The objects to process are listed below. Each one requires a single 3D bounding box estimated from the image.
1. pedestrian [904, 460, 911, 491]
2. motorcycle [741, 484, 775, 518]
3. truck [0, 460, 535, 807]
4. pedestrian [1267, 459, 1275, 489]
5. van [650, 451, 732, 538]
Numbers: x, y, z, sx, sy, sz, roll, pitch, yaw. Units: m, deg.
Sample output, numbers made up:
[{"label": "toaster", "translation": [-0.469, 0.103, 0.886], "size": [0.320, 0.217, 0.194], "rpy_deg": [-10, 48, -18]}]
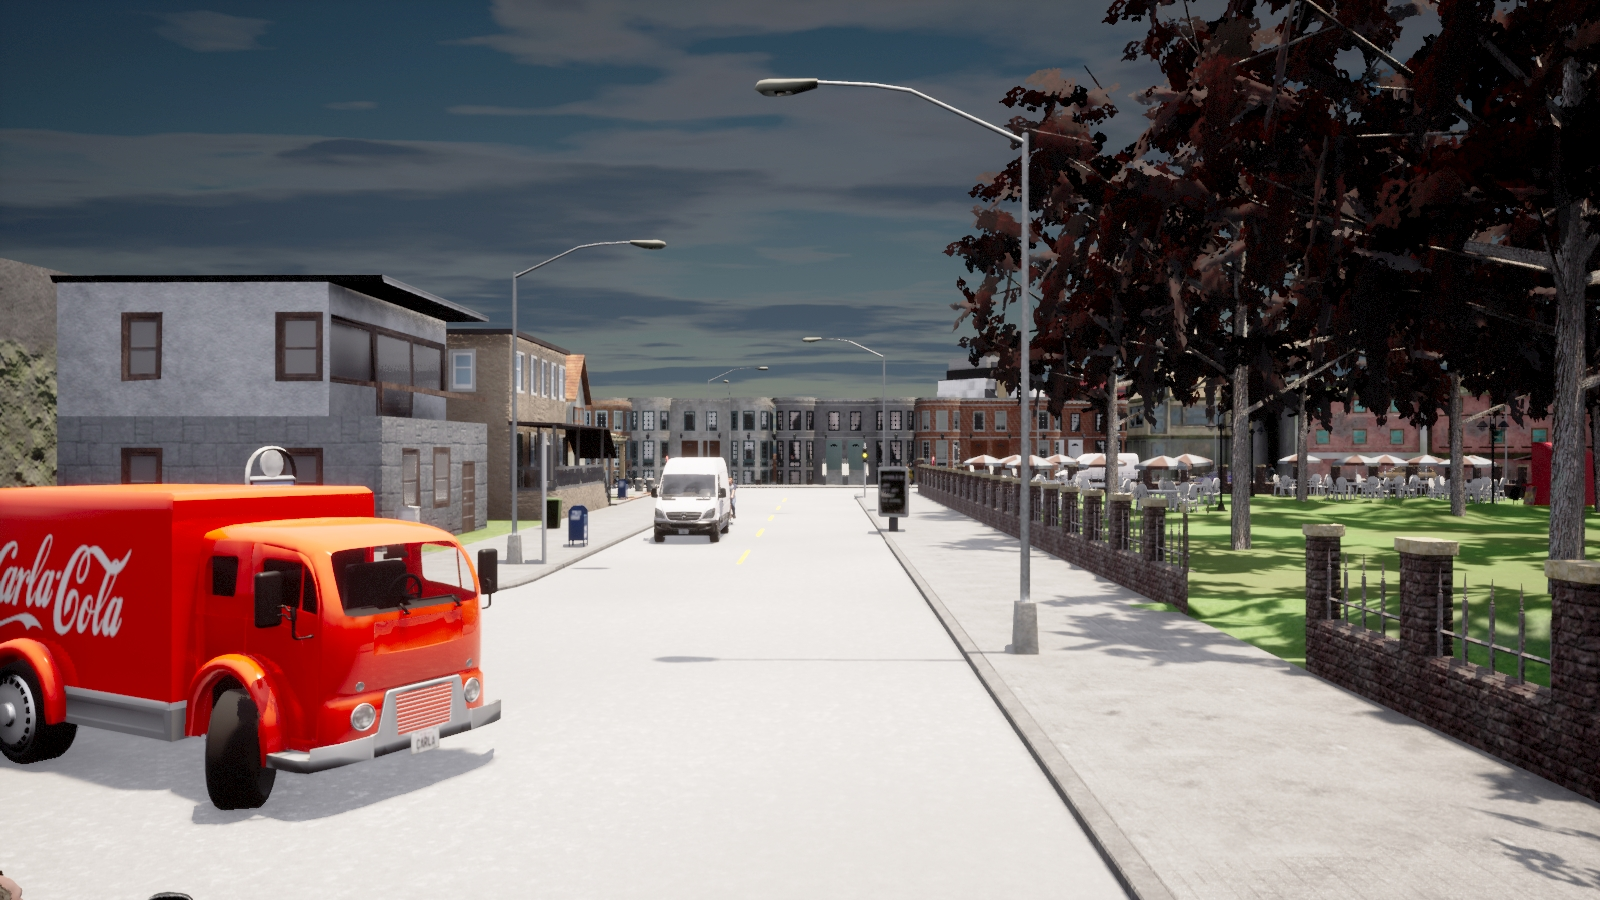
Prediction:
[{"label": "pedestrian", "translation": [6.515, 1.516, 69.148], "size": [0.375, 1.860, 0.375], "rpy_deg": [0, 0, 3]}, {"label": "motorcycle", "translation": [-1.677, 1.985, 45.065], "size": [0.867, 1.251, 2.209], "rpy_deg": [0, 0, -15]}, {"label": "truck", "translation": [-5.362, 1.348, 10.681], "size": [5.204, 2.467, 2.627], "rpy_deg": [0, 0, 29]}, {"label": "pedestrian", "translation": [29.834, 1.525, 72.385], "size": [0.375, 1.860, 0.375], "rpy_deg": [0, 0, -1]}, {"label": "van", "translation": [-3.393, 1.314, 36.728], "size": [1.988, 2.561, 5.915], "rpy_deg": [0, 0, 1]}]
